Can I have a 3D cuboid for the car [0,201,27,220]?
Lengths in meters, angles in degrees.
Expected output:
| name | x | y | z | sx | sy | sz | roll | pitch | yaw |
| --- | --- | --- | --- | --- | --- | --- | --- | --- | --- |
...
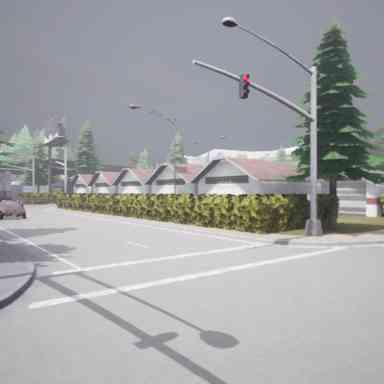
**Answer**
| name | x | y | z | sx | sy | sz | roll | pitch | yaw |
| --- | --- | --- | --- | --- | --- | --- | --- | --- | --- |
| car | -15.365 | 1.468 | 28.085 | 1.812 | 1.442 | 4.674 | 0 | 0 | -38 |
